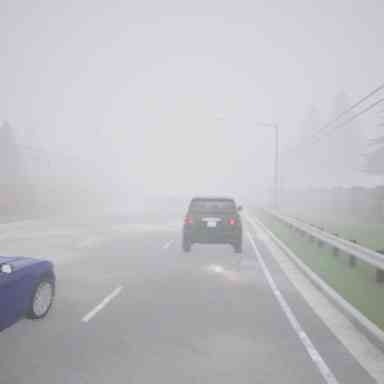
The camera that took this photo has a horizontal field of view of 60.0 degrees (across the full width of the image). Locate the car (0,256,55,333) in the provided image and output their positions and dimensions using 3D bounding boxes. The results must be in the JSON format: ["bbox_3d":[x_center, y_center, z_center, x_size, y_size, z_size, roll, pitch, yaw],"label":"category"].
[{"bbox_3d":[-3.646,1.417,4.223,1.882,1.535,5.008,1,0,6],"label":"car"}]

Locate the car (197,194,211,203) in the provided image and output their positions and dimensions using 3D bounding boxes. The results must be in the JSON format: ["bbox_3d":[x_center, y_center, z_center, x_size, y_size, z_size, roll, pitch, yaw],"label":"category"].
[{"bbox_3d":[2.163,1.195,59.677,2.128,1.511,4.902,1,0,6],"label":"car"}]

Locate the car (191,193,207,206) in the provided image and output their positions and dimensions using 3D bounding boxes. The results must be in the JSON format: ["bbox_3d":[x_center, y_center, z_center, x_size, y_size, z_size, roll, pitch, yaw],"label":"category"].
[{"bbox_3d":[1.098,1.098,49.671,2.097,1.767,4.553,1,0,6],"label":"car"}]

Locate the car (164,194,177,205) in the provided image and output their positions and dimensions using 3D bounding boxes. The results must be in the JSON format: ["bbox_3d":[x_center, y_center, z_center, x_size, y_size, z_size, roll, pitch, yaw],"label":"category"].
[{"bbox_3d":[-2.425,1.214,49.658,1.837,1.490,4.892,1,0,6],"label":"car"}]

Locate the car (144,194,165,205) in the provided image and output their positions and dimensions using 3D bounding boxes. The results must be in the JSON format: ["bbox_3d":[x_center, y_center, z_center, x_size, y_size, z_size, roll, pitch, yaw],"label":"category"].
[{"bbox_3d":[-5.861,1.234,50.444,1.994,1.385,4.181,1,0,6],"label":"car"}]

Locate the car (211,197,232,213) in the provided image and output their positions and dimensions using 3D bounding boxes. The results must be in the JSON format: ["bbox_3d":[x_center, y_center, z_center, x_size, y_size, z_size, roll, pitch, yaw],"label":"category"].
[{"bbox_3d":[3.329,1.329,36.645,2.128,1.511,4.902,1,0,6],"label":"car"}]

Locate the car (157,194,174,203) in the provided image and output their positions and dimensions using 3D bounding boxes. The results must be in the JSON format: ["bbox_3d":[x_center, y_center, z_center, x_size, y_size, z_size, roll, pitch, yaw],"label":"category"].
[{"bbox_3d":[-4.800,1.118,60.394,2.128,1.511,4.902,1,0,6],"label":"car"}]

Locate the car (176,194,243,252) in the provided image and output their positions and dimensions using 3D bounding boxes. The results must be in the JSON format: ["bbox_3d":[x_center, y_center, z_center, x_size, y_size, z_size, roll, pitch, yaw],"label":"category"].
[{"bbox_3d":[0.914,1.157,13.778,2.150,2.045,5.566,1,0,6],"label":"car"}]

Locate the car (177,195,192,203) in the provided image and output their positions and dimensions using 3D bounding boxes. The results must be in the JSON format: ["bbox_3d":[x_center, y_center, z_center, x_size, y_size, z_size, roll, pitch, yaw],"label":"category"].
[{"bbox_3d":[-1.321,1.215,60.019,2.033,1.411,5.357,1,0,6],"label":"car"}]
